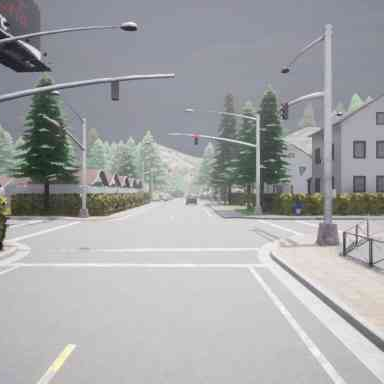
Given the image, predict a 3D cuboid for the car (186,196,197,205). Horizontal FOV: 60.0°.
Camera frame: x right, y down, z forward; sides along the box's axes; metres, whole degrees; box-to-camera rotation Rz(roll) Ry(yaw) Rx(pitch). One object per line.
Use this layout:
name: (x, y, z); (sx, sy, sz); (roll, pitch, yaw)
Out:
car: (-0.089, 1.505, 59.293); (1.837, 1.490, 4.892); (0, 0, 0)
